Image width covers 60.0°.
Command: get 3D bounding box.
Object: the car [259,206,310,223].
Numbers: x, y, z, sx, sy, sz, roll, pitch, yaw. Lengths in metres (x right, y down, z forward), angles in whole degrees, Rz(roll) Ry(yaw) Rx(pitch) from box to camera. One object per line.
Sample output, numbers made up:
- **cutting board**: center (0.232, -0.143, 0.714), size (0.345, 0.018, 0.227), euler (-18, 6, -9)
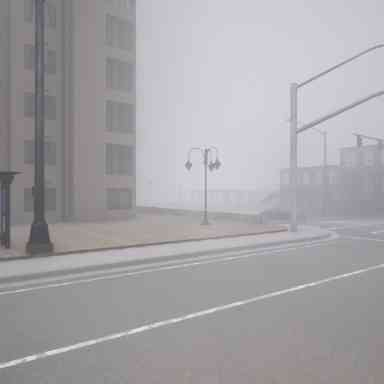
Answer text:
- **car**: center (8.333, 1.997, 30.194), size (2.128, 1.511, 4.902), euler (0, -5, -36)
